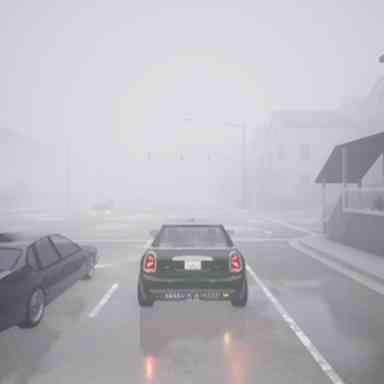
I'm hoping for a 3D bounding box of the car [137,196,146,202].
[{"bbox_3d":[-11.241,1.533,72.430,1.994,1.385,4.181,0,0,-1],"label":"car"}]

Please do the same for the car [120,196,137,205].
[{"bbox_3d":[-11.156,1.511,57.505,1.812,1.442,4.674,0,0,0],"label":"car"}]

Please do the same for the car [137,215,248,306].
[{"bbox_3d":[0.003,1.350,8.169,2.097,1.767,4.553,0,0,0],"label":"car"}]

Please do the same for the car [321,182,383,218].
[{"bbox_3d":[13.691,0.726,27.983,5.566,2.045,2.150,-14,1,-2],"label":"car"}]

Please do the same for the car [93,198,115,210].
[{"bbox_3d":[-11.020,1.467,41.816,1.882,1.535,5.008,0,0,0],"label":"car"}]

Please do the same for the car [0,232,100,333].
[{"bbox_3d":[-3.488,1.546,6.888,2.033,1.411,5.357,0,0,0],"label":"car"}]
